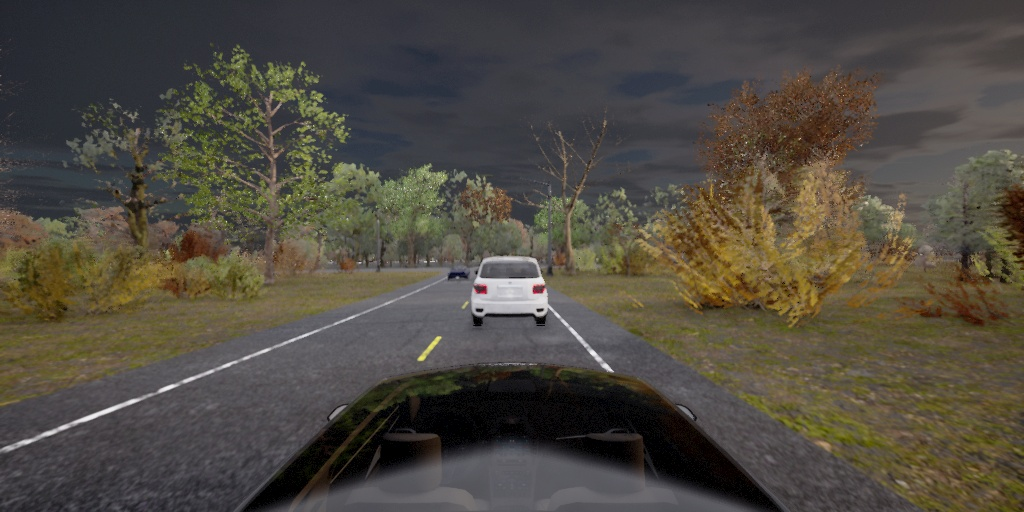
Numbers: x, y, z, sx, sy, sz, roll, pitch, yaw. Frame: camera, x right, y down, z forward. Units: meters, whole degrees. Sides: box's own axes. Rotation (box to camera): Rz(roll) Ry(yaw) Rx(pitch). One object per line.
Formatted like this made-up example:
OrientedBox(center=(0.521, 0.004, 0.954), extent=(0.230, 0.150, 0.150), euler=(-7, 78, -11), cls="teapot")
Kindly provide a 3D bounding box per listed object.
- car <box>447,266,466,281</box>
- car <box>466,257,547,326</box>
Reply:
OrientedBox(center=(-4.812, 1.560, 32.811), extent=(1.895, 1.301, 4.718), euler=(0, 0, -4), cls="car")
OrientedBox(center=(-0.107, 1.046, 12.147), extent=(2.150, 2.045, 5.566), euler=(0, 0, -1), cls="car")
